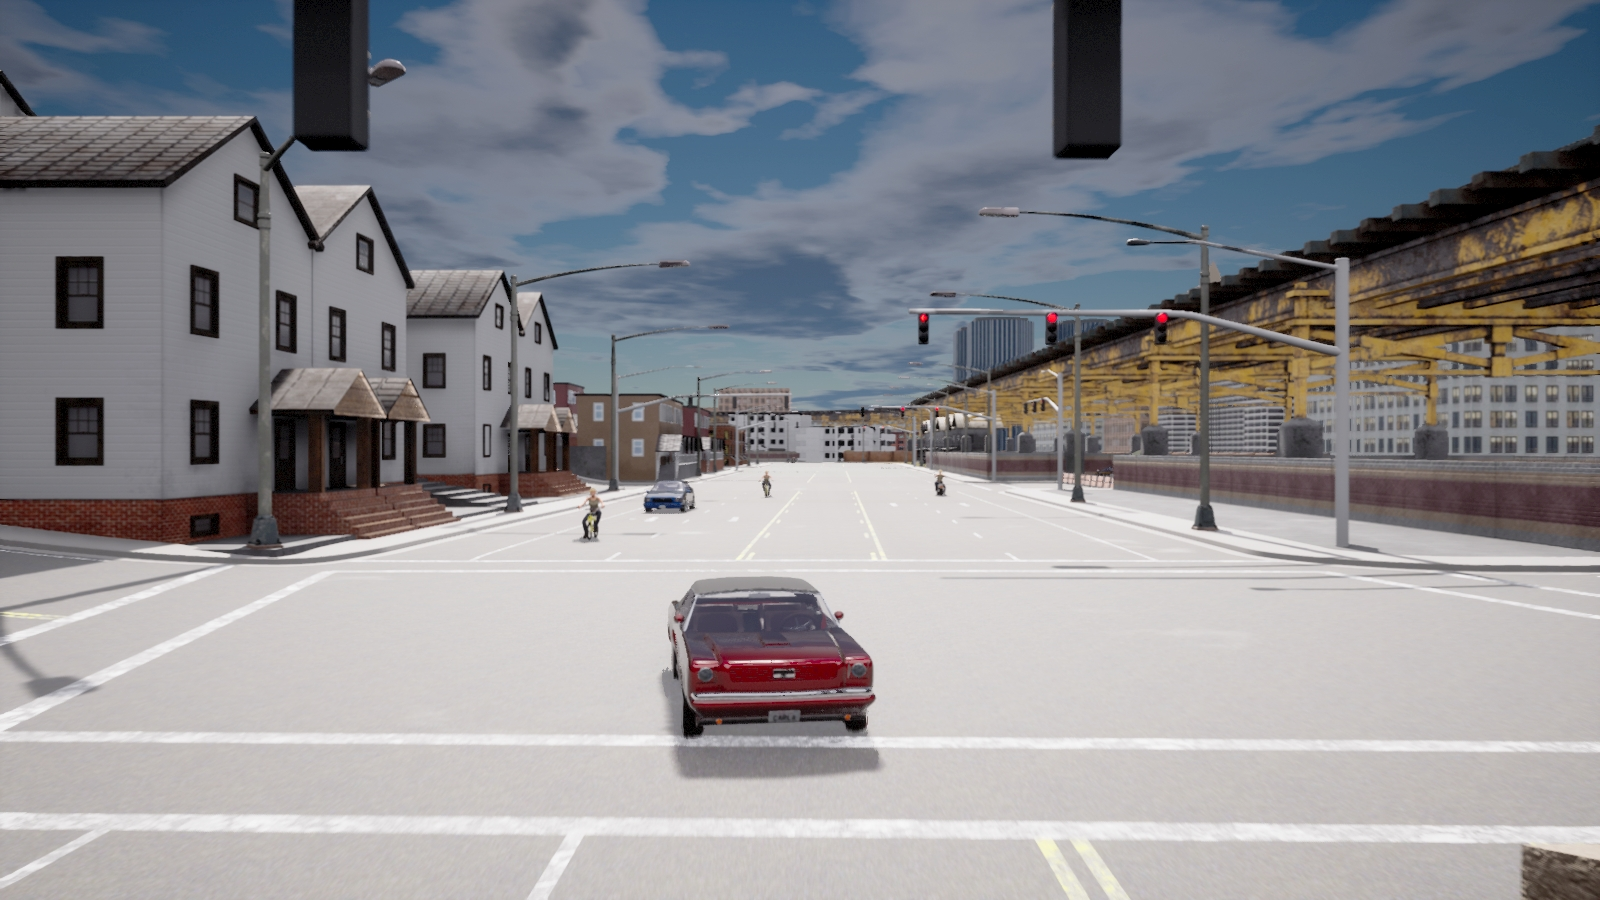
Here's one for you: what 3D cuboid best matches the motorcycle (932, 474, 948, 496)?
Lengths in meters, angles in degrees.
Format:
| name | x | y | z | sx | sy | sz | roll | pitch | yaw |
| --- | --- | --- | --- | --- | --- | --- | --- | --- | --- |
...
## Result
| name | x | y | z | sx | sy | sz | roll | pitch | yaw |
| --- | --- | --- | --- | --- | --- | --- | --- | --- | --- |
| motorcycle | 8.627 | 2.143 | 70.577 | 0.764 | 1.332 | 2.356 | 0 | 0 | 2 |

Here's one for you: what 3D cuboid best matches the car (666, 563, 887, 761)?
| name | x | y | z | sx | sy | sz | roll | pitch | yaw |
| --- | --- | --- | --- | --- | --- | --- | --- | --- | --- |
| car | -0.473 | 2.155 | 12.775 | 1.895 | 1.301 | 4.718 | 0 | 0 | -8 |

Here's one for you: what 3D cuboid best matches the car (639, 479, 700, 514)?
| name | x | y | z | sx | sy | sz | roll | pitch | yaw |
| --- | --- | --- | --- | --- | --- | --- | --- | --- | --- |
| car | -5.954 | 2.106 | 52.807 | 2.033 | 1.411 | 5.357 | 0 | 0 | 2 |
